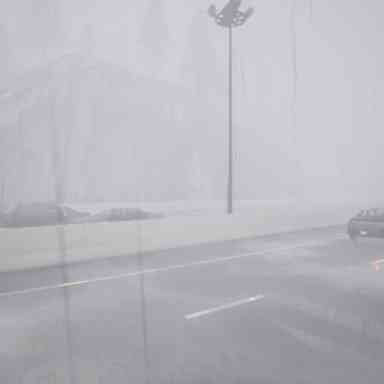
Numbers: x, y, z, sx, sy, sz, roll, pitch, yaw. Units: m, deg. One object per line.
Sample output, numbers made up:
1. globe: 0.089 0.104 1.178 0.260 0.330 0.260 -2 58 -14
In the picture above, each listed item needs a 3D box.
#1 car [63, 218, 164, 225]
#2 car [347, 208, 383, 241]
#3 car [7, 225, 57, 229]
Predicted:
1. car: -4.048 1.584 18.528 5.357 1.411 2.033 0 0 -38
2. car: 9.085 1.513 15.629 4.902 1.511 2.128 0 0 -41
3. car: -9.485 1.393 18.833 4.553 1.767 2.097 0 0 -37
